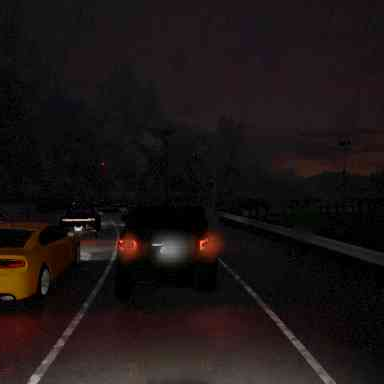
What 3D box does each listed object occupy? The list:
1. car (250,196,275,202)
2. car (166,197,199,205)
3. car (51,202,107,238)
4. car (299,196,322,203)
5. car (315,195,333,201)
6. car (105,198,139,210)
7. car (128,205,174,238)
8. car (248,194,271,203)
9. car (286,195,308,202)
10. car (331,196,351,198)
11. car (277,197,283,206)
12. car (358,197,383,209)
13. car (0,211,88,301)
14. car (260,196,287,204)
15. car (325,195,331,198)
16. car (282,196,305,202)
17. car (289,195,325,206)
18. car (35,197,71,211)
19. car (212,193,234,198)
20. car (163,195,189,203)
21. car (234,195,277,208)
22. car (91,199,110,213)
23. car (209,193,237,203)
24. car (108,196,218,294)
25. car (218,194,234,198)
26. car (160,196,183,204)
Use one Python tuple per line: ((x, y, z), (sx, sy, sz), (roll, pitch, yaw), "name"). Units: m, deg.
((16.158, 1.540, 76.175), (5.357, 1.411, 2.033), (0, 0, -20), "car")
((-1.685, 1.547, 58.556), (5.357, 1.411, 2.033), (0, 0, -20), "car")
((-5.773, 1.492, 17.548), (2.128, 1.511, 4.902), (0, 0, -14), "car")
((24.270, 1.553, 68.017), (4.181, 1.385, 1.994), (0, 0, -20), "car")
((33.863, 1.452, 85.344), (5.008, 1.535, 1.882), (0, 0, -34), "car")
((-9.385, 1.567, 44.340), (4.181, 1.385, 1.994), (0, 0, -20), "car")
((-2.512, 1.547, 19.073), (2.033, 1.411, 5.357), (0, 0, -13), "car")
((14.634, 1.355, 71.886), (4.553, 1.767, 2.097), (0, 0, -20), "car")
((25.289, 1.478, 79.975), (5.008, 1.535, 1.882), (0, 0, -27), "car")
((33.537, 1.540, 72.511), (5.357, 1.411, 2.033), (0, 0, -30), "car")
((10.200, 1.601, 47.789), (4.718, 1.301, 1.895), (0, 0, -20), "car")
((25.216, 1.506, 45.839), (4.892, 1.490, 1.837), (0, 0, -20), "car")
((-4.166, 1.478, 8.305), (1.882, 1.535, 5.008), (0, 0, -6), "car")
((15.877, 1.478, 64.936), (5.008, 1.535, 1.882), (0, 0, -20), "car")
((31.946, 1.595, 79.762), (4.718, 1.301, 1.895), (0, 0, -30), "car")
((22.896, 1.595, 74.997), (4.718, 1.301, 1.895), (0, 0, -23), "car")
((18.980, 1.351, 54.733), (4.553, 1.767, 2.097), (0, 0, -20), "car")
((-15.534, 1.358, 38.358), (4.553, 1.767, 2.097), (0, 0, -20), "car")
((5.873, 1.547, 68.687), (5.357, 1.411, 2.033), (0, 0, -20), "car")
((-3.306, 1.478, 69.043), (5.008, 1.535, 1.882), (0, 0, -20), "car")
((8.271, 1.525, 43.354), (4.674, 1.442, 1.812), (0, 0, -20), "car")
((-8.428, 1.509, 33.508), (4.892, 1.490, 1.837), (0, 0, -20), "car")
((6.749, 1.225, 72.723), (5.566, 2.045, 2.150), (0, 0, -20), "car")
((-0.759, 1.221, 9.034), (2.150, 2.045, 5.566), (0, 0, -7), "car")
((7.628, 1.564, 61.958), (4.181, 1.385, 1.994), (0, 0, -20), "car")
((-4.006, 1.564, 65.143), (4.181, 1.385, 1.994), (0, 0, -20), "car")
